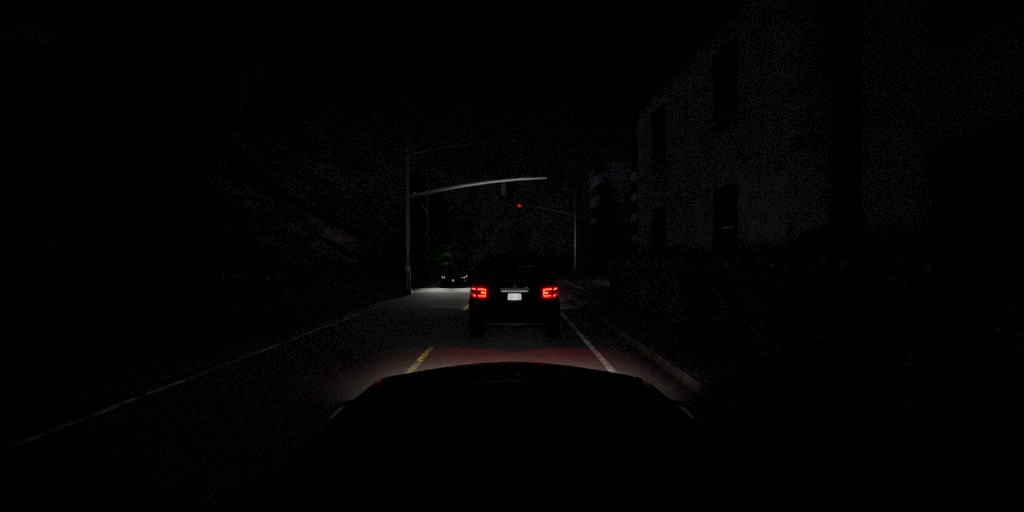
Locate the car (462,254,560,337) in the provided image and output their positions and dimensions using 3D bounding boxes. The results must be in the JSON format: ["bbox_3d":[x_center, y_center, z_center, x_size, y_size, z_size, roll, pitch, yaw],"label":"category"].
[{"bbox_3d":[0.063,0.971,10.403,2.150,2.045,5.566,0,0,0],"label":"car"}]

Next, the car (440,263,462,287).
[{"bbox_3d":[-3.641,1.255,24.577,1.837,1.490,4.892,0,0,0],"label":"car"}]

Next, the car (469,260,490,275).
[{"bbox_3d":[-3.605,1.228,41.005,1.882,1.535,5.008,0,0,1],"label":"car"}]

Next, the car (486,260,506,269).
[{"bbox_3d":[-2.425,1.350,56.442,1.895,1.301,4.718,0,0,15],"label":"car"}]
